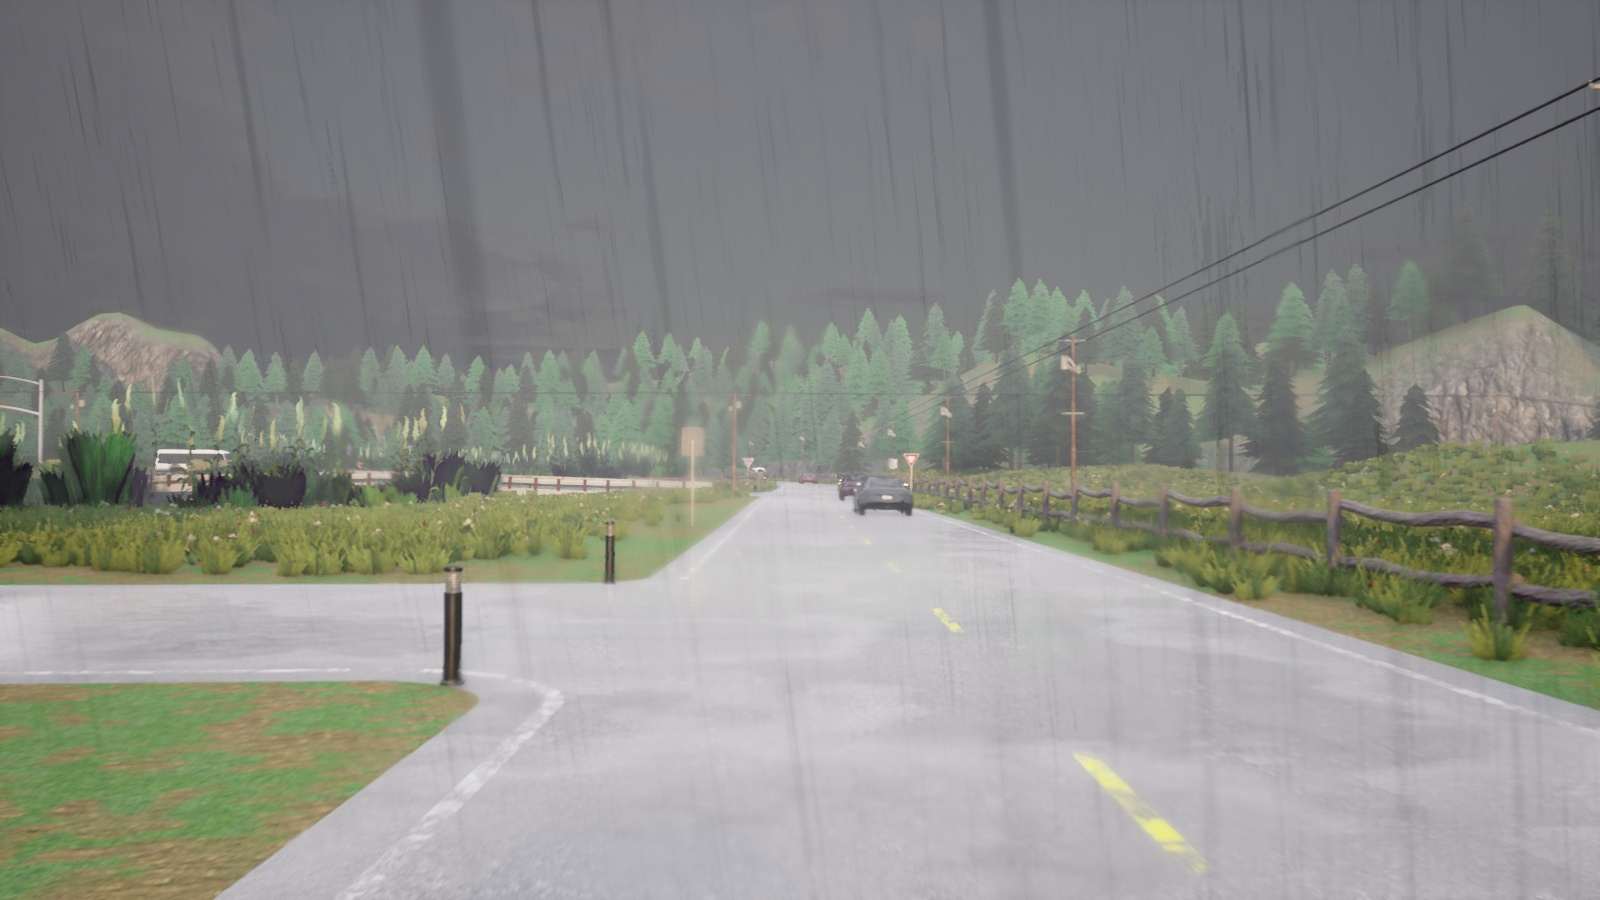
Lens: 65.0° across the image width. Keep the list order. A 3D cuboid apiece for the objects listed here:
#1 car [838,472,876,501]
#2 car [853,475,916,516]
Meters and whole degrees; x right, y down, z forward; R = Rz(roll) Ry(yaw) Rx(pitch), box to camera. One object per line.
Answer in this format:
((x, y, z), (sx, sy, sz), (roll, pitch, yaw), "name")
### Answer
((2.975, 1.933, 66.718), (1.816, 1.474, 4.193), (0, -1, 0), "car")
((3.035, 1.634, 45.899), (1.994, 1.385, 4.181), (0, -1, 0), "car")
